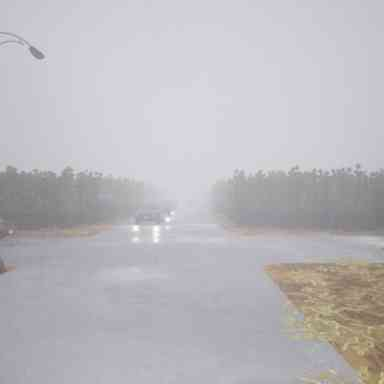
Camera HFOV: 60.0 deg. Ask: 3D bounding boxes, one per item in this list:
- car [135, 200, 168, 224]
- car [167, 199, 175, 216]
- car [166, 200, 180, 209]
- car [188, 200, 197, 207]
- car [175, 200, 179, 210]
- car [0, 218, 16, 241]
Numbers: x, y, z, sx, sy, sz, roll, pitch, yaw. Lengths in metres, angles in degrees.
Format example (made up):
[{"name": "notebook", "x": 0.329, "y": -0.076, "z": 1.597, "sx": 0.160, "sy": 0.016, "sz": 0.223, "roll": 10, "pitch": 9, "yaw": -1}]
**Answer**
[{"name": "car", "x": -3.276, "y": 1.669, "z": 26.457, "sx": 1.837, "sy": 1.490, "sz": 4.892, "roll": 0, "pitch": -1, "yaw": 2}, {"name": "car", "x": -3.231, "y": 1.680, "z": 35.948, "sx": 1.882, "sy": 1.535, "sz": 5.008, "roll": 0, "pitch": 0, "yaw": 0}, {"name": "car", "x": -3.214, "y": 2.102, "z": 56.056, "sx": 2.033, "sy": 1.411, "sz": 5.357, "roll": 0, "pitch": -1, "yaw": 0}, {"name": "car", "x": 0.035, "y": 2.408, "z": 69.098, "sx": 1.895, "sy": 1.301, "sz": 4.718, "roll": 0, "pitch": -1, "yaw": 0}, {"name": "car", "x": -3.233, "y": 1.772, "z": 45.407, "sx": 2.128, "sy": 1.511, "sz": 4.902, "roll": 0, "pitch": -1, "yaw": 0}, {"name": "car", "x": -10.952, "y": 1.745, "z": 15.892, "sx": 4.674, "sy": 1.442, "sz": 1.812, "roll": -1, "pitch": -1, "yaw": 0}]
